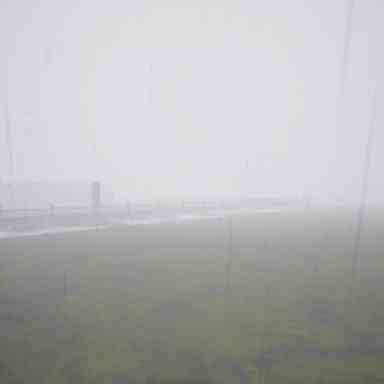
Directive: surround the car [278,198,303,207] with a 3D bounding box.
[{"bbox_3d":[14.990,1.549,50.440,1.895,1.301,4.718,1,1,44],"label":"car"}]
